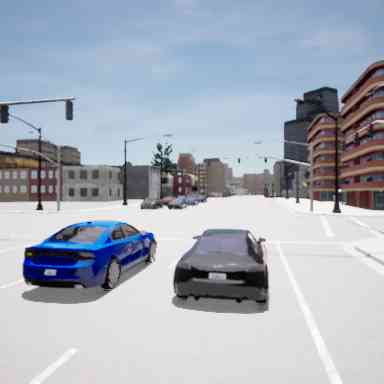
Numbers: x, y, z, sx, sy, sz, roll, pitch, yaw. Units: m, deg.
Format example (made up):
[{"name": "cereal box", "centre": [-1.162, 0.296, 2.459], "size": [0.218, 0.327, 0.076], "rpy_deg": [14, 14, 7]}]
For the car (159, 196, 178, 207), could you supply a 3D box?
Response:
[{"name": "car", "centre": [-3.806, 1.505, 55.203], "size": [1.882, 1.535, 5.008], "rpy_deg": [0, 1, 11]}]

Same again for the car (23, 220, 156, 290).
[{"name": "car", "centre": [-2.489, 1.525, 9.374], "size": [1.882, 1.535, 5.008], "rpy_deg": [0, 0, 11]}]

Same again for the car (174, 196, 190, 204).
[{"name": "car", "centre": [-1.902, 1.452, 64.854], "size": [2.033, 1.411, 5.357], "rpy_deg": [0, 1, 11]}]

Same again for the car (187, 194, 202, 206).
[{"name": "car", "centre": [-0.097, 1.532, 56.019], "size": [1.812, 1.442, 4.674], "rpy_deg": [0, 1, 11]}]

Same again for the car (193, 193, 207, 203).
[{"name": "car", "centre": [1.860, 1.384, 65.843], "size": [1.837, 1.490, 4.892], "rpy_deg": [0, 1, 12]}]

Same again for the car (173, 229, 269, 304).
[{"name": "car", "centre": [0.889, 1.607, 8.396], "size": [1.994, 1.385, 4.181], "rpy_deg": [0, 0, 11]}]

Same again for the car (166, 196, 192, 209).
[{"name": "car", "centre": [-1.930, 1.644, 46.613], "size": [2.033, 1.411, 5.357], "rpy_deg": [0, 0, 11]}]

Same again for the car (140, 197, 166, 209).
[{"name": "car", "centre": [-5.566, 1.463, 46.236], "size": [2.097, 1.767, 4.553], "rpy_deg": [0, 0, 11]}]
